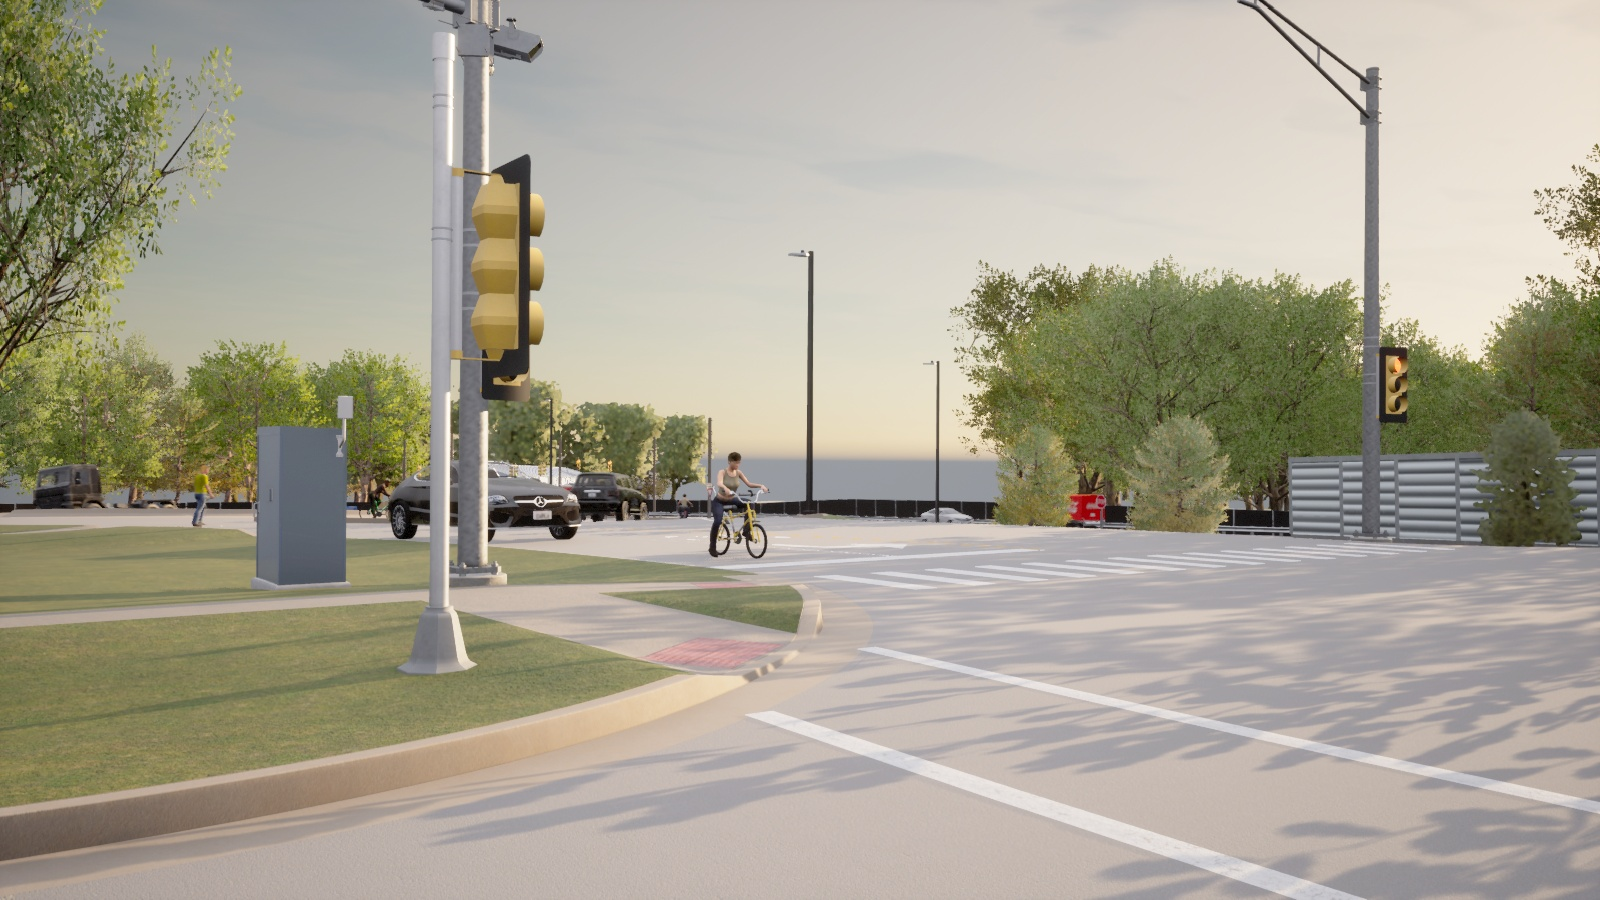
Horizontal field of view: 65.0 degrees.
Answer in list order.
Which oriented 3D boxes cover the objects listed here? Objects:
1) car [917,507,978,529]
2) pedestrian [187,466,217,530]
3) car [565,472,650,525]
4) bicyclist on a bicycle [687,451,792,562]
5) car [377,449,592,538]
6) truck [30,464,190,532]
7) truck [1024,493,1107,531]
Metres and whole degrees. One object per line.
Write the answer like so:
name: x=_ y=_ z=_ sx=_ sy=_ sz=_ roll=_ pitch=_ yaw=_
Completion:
car: x=10.662 y=4.894 z=91.075 sx=1.812 sy=1.442 sz=4.674 roll=0 pitch=-2 yaw=-34
pedestrian: x=-17.515 y=1.393 z=36.768 sx=0.354 sy=1.836 sz=0.706 roll=0 pitch=0 yaw=38
car: x=-7.868 y=2.040 z=51.947 sx=2.150 sy=2.045 sz=5.566 roll=-1 pitch=-3 yaw=6
bicyclist on a bicycle: x=-0.941 y=0.837 z=19.197 sx=0.866 sy=1.612 sz=1.509 roll=0 pitch=-1 yaw=-39
car: x=-6.568 y=0.887 z=25.742 sx=2.152 sy=1.651 sz=5.027 roll=0 pitch=-2 yaw=-42
truck: x=-40.014 y=2.796 z=73.168 sx=2.891 sy=3.462 sz=7.936 roll=-8 pitch=-5 yaw=22
truck: x=18.185 y=4.208 z=86.256 sx=2.627 sy=2.467 sz=5.204 roll=0 pitch=-2 yaw=-34
